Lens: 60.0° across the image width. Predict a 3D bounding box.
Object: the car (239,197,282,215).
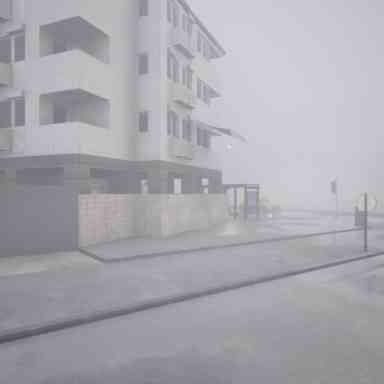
[{"bbox_3d":[7.040,1.352,34.508,2.097,1.767,4.553,0,0,-36],"label":"car"}]
